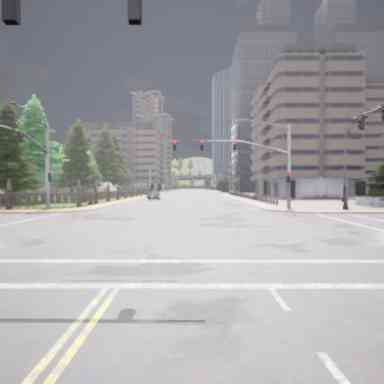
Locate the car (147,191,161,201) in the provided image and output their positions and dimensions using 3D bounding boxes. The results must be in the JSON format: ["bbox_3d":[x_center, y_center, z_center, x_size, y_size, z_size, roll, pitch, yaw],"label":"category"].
[{"bbox_3d":[-6.280,0.594,54.741,2.128,1.511,4.902,0,1,0],"label":"car"}]
